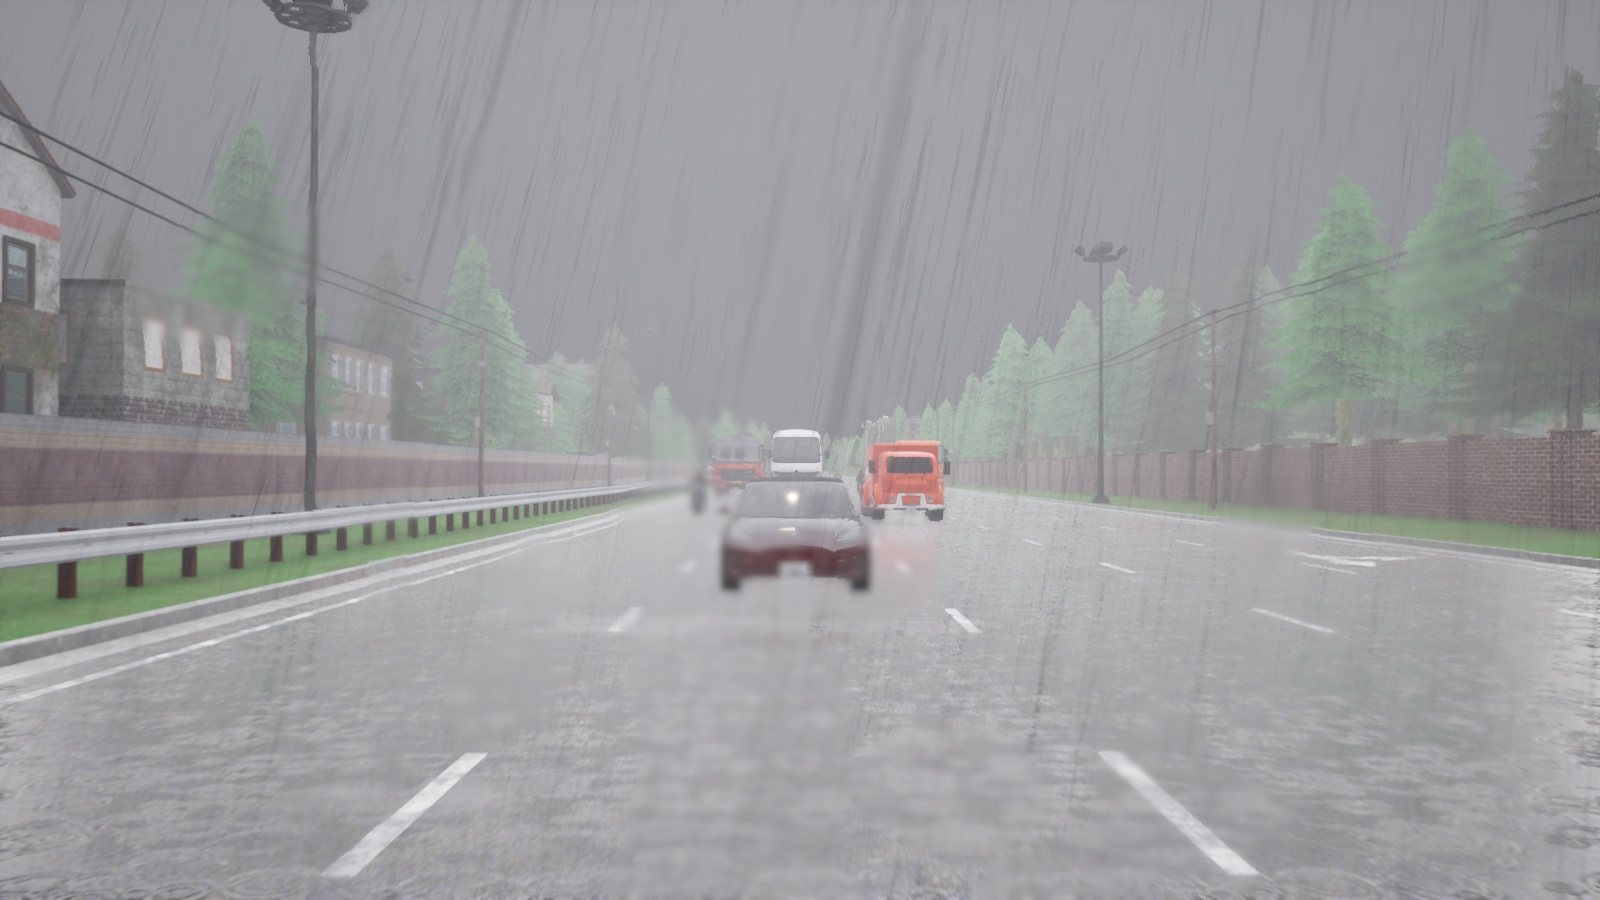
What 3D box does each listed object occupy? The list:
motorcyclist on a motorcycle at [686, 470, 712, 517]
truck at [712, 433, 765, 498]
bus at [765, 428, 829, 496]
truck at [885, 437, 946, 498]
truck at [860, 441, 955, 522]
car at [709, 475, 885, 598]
[{"bbox_3d":[-3.615,1.534,45.061,0.766,1.649,2.350,0,-1,0],"label":"motorcyclist on a motorcycle"},{"bbox_3d":[-3.702,0.971,78.003,2.891,3.827,8.468,0,-1,0],"label":"truck"},{"bbox_3d":[-0.216,0.828,82.990,3.944,4.253,10.273,0,-1,0],"label":"bus"},{"bbox_3d":[6.806,1.065,75.249,2.891,3.462,7.936,0,-1,0],"label":"truck"},{"bbox_3d":[3.394,0.999,40.887,2.627,2.467,5.204,0,-1,0],"label":"truck"},{"bbox_3d":[-0.045,1.113,17.838,2.163,1.488,4.792,0,-1,0],"label":"car"}]
